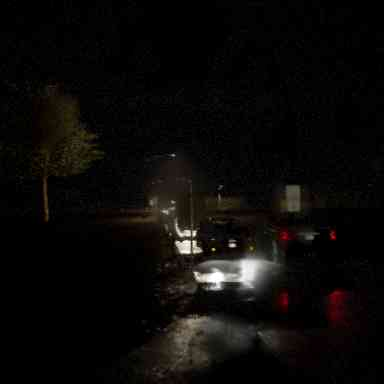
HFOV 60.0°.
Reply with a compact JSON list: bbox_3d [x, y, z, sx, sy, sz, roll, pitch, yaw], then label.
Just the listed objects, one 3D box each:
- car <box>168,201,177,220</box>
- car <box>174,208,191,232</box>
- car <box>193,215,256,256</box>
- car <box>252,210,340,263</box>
[{"bbox_3d":[-1.341,2.039,35.701,2.150,2.045,5.566,0,-1,-7],"label":"car"},{"bbox_3d":[0.078,2.071,24.074,1.994,1.385,4.181,0,-1,-7],"label":"car"},{"bbox_3d":[1.309,1.825,14.212,1.994,1.385,4.181,0,-1,-5],"label":"car"},{"bbox_3d":[3.889,1.546,12.960,2.097,1.767,4.553,-1,-1,1],"label":"car"}]
